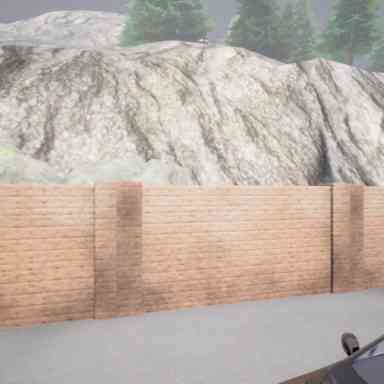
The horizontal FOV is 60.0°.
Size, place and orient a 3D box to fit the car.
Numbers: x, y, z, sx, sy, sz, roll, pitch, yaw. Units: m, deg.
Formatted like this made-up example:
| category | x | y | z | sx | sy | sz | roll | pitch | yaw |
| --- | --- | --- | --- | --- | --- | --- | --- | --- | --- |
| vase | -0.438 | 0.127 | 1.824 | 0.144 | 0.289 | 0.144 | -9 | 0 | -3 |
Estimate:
| category | x | y | z | sx | sy | sz | roll | pitch | yaw |
| --- | --- | --- | --- | --- | --- | --- | --- | --- | --- |
| car | 2.193 | 1.492 | 1.896 | 4.902 | 1.511 | 2.128 | 0 | 0 | -18 |
